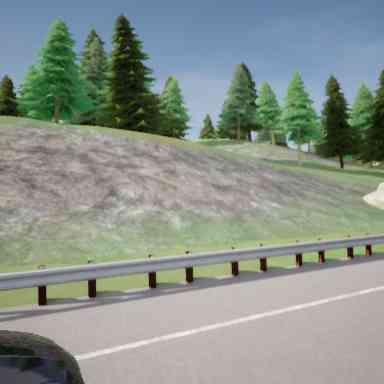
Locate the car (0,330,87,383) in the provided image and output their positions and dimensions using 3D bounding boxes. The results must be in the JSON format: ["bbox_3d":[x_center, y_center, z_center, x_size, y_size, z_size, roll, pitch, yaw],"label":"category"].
[{"bbox_3d":[-3.006,1.496,1.592,4.902,1.511,2.128,0,0,-28],"label":"car"}]
